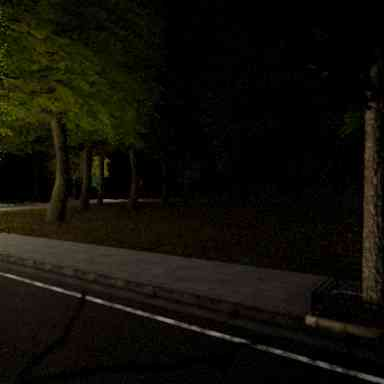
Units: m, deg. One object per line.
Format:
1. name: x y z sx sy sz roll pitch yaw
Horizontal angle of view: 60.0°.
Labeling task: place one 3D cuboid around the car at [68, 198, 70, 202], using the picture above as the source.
1. car: -32.235 1.799 82.829 1.812 1.442 4.674 0 0 12

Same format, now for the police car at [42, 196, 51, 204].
1. police car: -30.953 1.709 73.360 1.930 1.638 5.238 0 0 12

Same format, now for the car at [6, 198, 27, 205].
1. car: -35.530 1.836 67.557 1.994 1.385 4.181 0 0 12
